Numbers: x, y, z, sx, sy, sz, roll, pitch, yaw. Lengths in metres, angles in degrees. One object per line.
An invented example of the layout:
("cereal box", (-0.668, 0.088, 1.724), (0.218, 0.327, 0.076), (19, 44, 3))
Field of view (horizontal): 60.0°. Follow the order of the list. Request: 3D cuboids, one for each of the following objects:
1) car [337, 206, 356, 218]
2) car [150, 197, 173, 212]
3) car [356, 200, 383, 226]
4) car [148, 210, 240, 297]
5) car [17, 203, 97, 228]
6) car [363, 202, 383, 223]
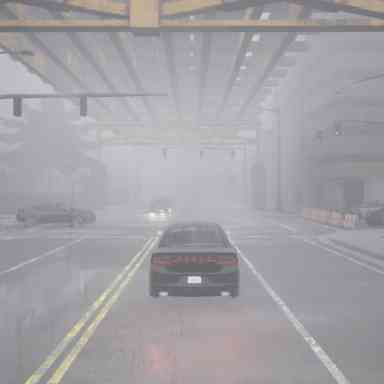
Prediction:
("car", (13.577, 1.234, 25.059), (4.536, 1.218, 1.853), (0, 0, 25))
("car", (-3.677, 1.450, 38.330), (2.128, 1.511, 4.902), (0, 0, 0))
("car", (13.213, 1.398, 20.922), (4.974, 1.542, 2.038), (0, 0, -20))
("car", (0.051, 1.468, 8.617), (1.882, 1.535, 5.008), (0, 0, 0))
("car", (-8.853, 1.485, 21.948), (4.902, 1.511, 2.128), (0, 0, -8))
("car", (13.262, 1.240, 20.940), (4.536, 1.218, 1.853), (0, 0, -20))
